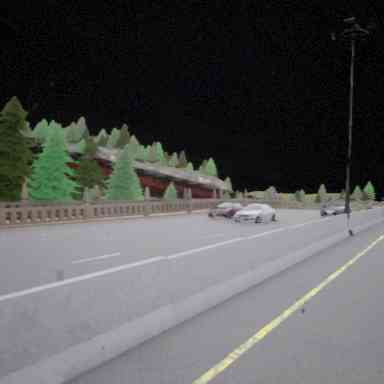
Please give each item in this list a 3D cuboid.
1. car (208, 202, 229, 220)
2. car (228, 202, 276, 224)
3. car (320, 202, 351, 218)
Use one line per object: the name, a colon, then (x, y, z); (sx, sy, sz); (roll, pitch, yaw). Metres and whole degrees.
car: (3.253, 1.603, 29.150); (1.812, 1.442, 4.674); (0, 0, 36)
car: (4.951, 1.612, 25.544); (1.812, 1.442, 4.674); (0, 0, 36)
car: (13.636, 1.668, 31.478); (2.128, 1.511, 4.902); (0, 0, 36)
